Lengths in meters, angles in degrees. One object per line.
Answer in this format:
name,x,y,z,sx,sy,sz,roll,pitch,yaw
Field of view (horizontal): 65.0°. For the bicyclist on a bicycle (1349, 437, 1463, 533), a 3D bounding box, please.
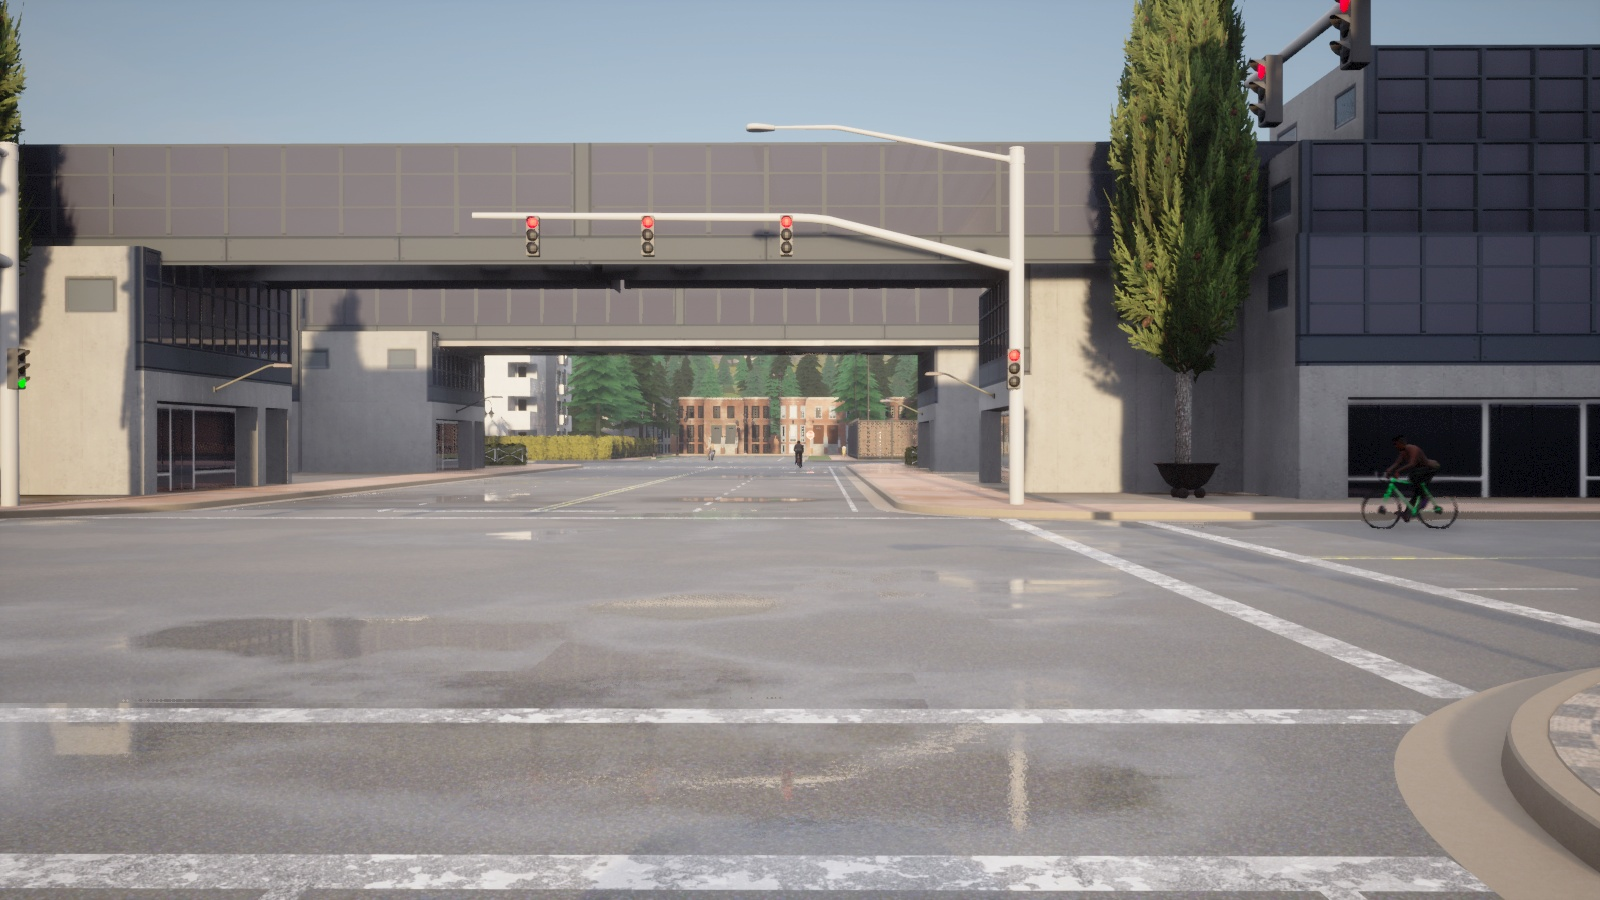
bicyclist on a bicycle,10.360,0.586,21.498,1.656,1.620,0.582,0,0,0
